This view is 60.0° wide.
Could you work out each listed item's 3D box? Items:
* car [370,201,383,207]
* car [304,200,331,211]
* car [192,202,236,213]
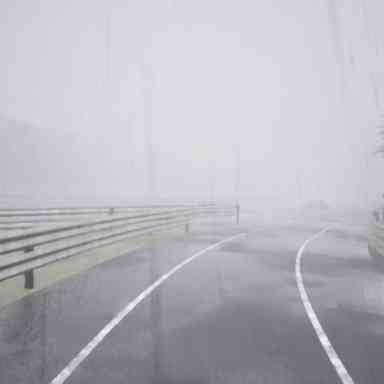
[{"bbox_3d":[37.535,2.397,66.863,4.718,1.301,1.895,1,1,-44],"label":"car"},{"bbox_3d":[17.801,1.898,47.259,2.033,1.411,5.357,2,0,44],"label":"car"},{"bbox_3d":[2.083,1.586,30.893,1.895,1.301,4.718,2,0,43],"label":"car"}]
